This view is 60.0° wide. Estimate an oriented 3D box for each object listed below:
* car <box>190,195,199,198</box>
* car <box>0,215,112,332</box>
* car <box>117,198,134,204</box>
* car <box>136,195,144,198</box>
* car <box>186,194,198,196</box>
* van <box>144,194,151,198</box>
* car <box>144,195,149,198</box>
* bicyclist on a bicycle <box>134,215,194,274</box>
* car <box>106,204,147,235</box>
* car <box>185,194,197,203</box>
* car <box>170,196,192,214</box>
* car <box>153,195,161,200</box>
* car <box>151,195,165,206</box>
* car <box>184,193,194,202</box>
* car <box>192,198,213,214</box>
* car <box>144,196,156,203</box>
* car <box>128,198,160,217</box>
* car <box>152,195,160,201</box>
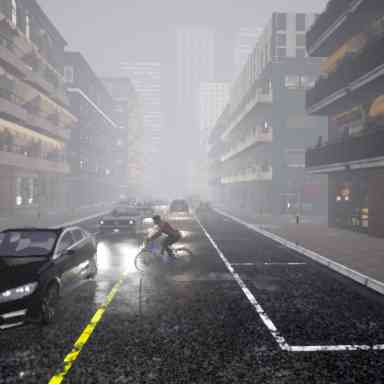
[{"bbox_3d":[0.749,1.515,46.548,1.752,1.417,4.829,-1,0,-2],"label":"car"},{"bbox_3d":[-3.352,1.490,7.106,2.128,1.511,4.902,0,0,-2],"label":"car"},{"bbox_3d":[-7.106,1.574,34.857,1.802,1.307,4.206,-1,0,-2],"label":"car"},{"bbox_3d":[-7.347,1.431,40.453,1.967,1.590,4.097,-1,0,-2],"label":"car"},{"bbox_3d":[0.275,1.303,57.572,2.192,1.841,5.009,-1,0,-2],"label":"car"},{"bbox_3d":[-7.826,1.330,51.647,1.690,1.788,3.998,-1,0,-2],"label":"van"},{"bbox_3d":[-7.585,1.540,46.050,2.008,1.369,4.403,-1,0,-2],"label":"car"},{"bbox_3d":[-0.788,1.451,9.178,1.656,1.620,0.582,-2,0,-2],"label":"bicyclist on a bicycle"},{"bbox_3d":[-3.845,1.596,18.704,1.895,1.301,4.718,0,0,-2],"label":"car"},{"bbox_3d":[-0.203,1.301,68.766,2.192,1.841,5.009,-1,0,-2],"label":"car"},{"bbox_3d":[-1.315,1.470,34.632,1.882,1.535,5.008,0,0,-2],"label":"car"},{"bbox_3d":[-9.529,1.565,90.825,1.802,1.307,4.206,-1,0,-2],"label":"car"},{"bbox_3d":[-5.387,1.589,54.947,1.895,1.301,4.718,0,0,-2],"label":"car"},{"bbox_3d":[-0.681,1.300,79.960,2.192,1.841,5.009,-1,0,-2],"label":"car"},{"bbox_3d":[1.235,1.574,35.184,1.802,1.307,4.206,-1,0,-2],"label":"car"},{"bbox_3d":[-8.581,1.537,68.437,2.008,1.369,4.403,-1,0,-2],"label":"car"},{"bbox_3d":[-4.307,1.556,30.198,1.994,1.385,4.181,0,0,-2],"label":"car"},{"bbox_3d":[-9.290,1.566,85.228,1.802,1.307,4.206,-1,0,-2],"label":"car"}]
